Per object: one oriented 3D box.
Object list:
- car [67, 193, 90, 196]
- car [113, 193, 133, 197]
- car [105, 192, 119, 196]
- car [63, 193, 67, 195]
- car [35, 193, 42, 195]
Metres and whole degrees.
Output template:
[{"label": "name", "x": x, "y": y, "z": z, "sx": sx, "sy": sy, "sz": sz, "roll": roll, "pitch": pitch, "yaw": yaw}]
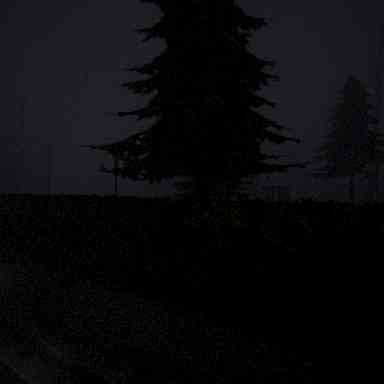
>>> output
[{"label": "car", "x": -27.152, "y": 1.013, "z": 81.705, "sx": 5.027, "sy": 1.636, "sz": 2.152, "roll": 0, "pitch": 0, "yaw": -45}, {"label": "car", "x": -10.323, "y": 1.303, "z": 54.360, "sx": 3.806, "sy": 1.475, "sz": 1.970, "roll": 0, "pitch": 0, "yaw": -45}, {"label": "car", "x": -15.859, "y": 0.988, "z": 70.789, "sx": 4.605, "sy": 1.855, "sz": 1.932, "roll": 0, "pitch": 0, "yaw": -45}, {"label": "car", "x": -31.878, "y": 1.079, "z": 86.058, "sx": 3.806, "sy": 1.475, "sz": 1.970, "roll": 0, "pitch": 0, "yaw": -45}, {"label": "car", "x": -39.474, "y": 1.136, "z": 83.734, "sx": 4.514, "sy": 1.523, "sz": 2.007, "roll": 0, "pitch": 0, "yaw": -45}]
